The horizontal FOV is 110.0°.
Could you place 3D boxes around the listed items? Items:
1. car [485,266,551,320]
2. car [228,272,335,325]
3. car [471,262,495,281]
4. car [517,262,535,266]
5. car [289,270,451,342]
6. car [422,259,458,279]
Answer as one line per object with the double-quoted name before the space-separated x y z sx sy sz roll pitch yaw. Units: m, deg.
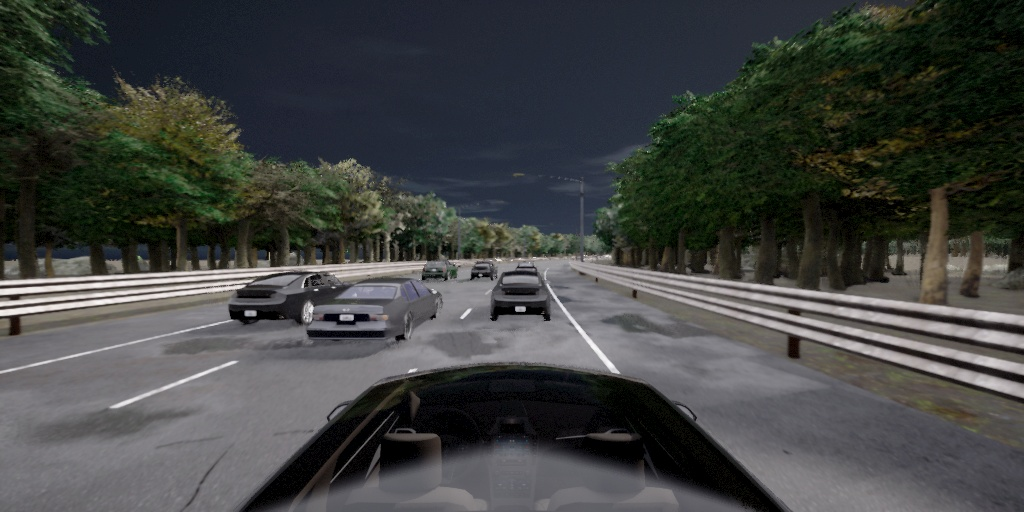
"car" 0.310 1.254 12.550 1.837 1.490 4.892 0 0 2
"car" -6.721 1.246 11.722 1.837 1.490 4.892 0 0 1
"car" -2.280 1.253 30.440 1.837 1.490 4.892 0 0 4
"car" 1.251 1.243 30.750 2.128 1.511 4.902 0 0 4
"car" -3.285 1.293 9.753 2.033 1.411 5.357 0 0 1
"car" -5.843 1.096 29.631 2.097 1.767 4.553 0 0 4
